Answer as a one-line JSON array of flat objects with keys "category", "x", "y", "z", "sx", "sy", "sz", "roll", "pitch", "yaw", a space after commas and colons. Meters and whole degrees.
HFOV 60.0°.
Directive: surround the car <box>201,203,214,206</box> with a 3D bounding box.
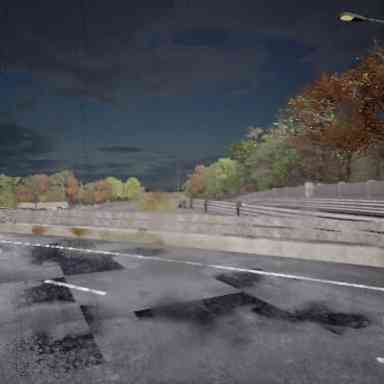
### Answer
[{"category": "car", "x": 2.939, "y": 2.276, "z": 64.828, "sx": 2.097, "sy": 1.767, "sz": 4.553, "roll": -1, "pitch": -3, "yaw": -4}]
